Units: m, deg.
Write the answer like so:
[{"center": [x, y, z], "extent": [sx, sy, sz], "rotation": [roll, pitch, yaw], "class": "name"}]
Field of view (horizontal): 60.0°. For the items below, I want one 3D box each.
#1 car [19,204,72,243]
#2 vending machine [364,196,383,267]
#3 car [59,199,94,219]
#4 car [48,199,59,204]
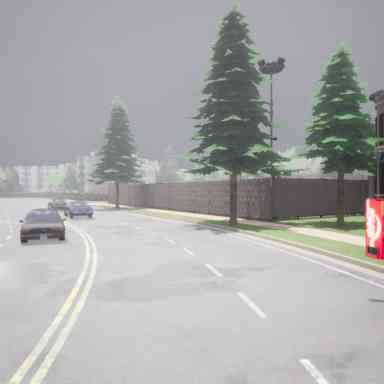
[{"center": [-7.405, 1.547, 16.540], "extent": [2.033, 1.411, 5.357], "rotation": [0, 0, -25], "class": "car"}, {"center": [6.202, 1.195, 10.479], "extent": [1.100, 2.100, 0.880], "rotation": [0, 0, -12], "class": "vending machine"}, {"center": [-10.134, 1.547, 29.497], "extent": [2.033, 1.411, 5.357], "rotation": [0, 0, -29], "class": "car"}, {"center": [-16.410, 1.547, 40.592], "extent": [2.033, 1.411, 5.357], "rotation": [0, 0, -30], "class": "car"}]
